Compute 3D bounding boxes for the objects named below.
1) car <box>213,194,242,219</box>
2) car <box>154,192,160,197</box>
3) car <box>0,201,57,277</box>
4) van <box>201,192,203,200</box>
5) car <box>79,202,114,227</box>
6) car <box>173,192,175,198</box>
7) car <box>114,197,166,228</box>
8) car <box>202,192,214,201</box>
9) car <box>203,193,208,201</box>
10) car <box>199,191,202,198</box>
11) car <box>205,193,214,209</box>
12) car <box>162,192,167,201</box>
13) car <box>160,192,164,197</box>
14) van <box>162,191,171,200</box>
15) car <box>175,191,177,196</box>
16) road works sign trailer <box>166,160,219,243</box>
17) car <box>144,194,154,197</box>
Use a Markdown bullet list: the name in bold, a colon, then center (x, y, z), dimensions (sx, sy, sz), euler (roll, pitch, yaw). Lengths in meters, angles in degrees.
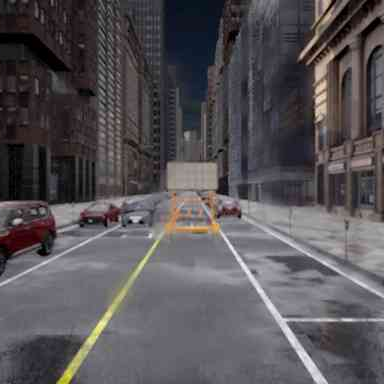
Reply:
- **car**: center (2.798, 1.211, 26.646), dimensions (1.967, 1.590, 4.097), euler (0, 0, 0)
- **car**: center (-5.707, 1.068, 43.454), dimensions (1.967, 1.590, 4.097), euler (0, 0, 0)
- **car**: center (-5.747, 1.229, 9.843), dimensions (2.192, 1.841, 5.009), euler (0, 0, 0)
- **van**: center (2.831, 0.875, 54.655), dimensions (1.690, 1.788, 3.998), euler (0, 0, 0)
- **car**: center (-5.735, 1.363, 21.049), dimensions (1.887, 1.381, 4.507), euler (0, 0, 0)
- **car**: center (-5.667, 0.785, 77.064), dimensions (1.967, 1.590, 4.097), euler (0, 0, 0)
- **car**: center (-3.075, 1.313, 20.618), dimensions (2.128, 1.511, 4.902), euler (0, 0, 0)
- **car**: center (2.824, 1.126, 49.055), dimensions (1.887, 1.381, 4.507), euler (0, 0, 0)
- **car**: center (2.817, 1.173, 43.453), dimensions (1.887, 1.381, 4.507), euler (0, 0, 0)
- **car**: center (2.844, 0.984, 65.861), dimensions (1.887, 1.381, 4.507), euler (0, 0, 0)
- **car**: center (2.811, 1.200, 38.021), dimensions (1.752, 1.417, 4.829), euler (0, 0, 0)
- **car**: center (-5.695, 1.078, 54.659), dimensions (1.887, 1.381, 4.507), euler (0, 0, 0)
- **car**: center (-5.701, 1.126, 49.056), dimensions (1.887, 1.381, 4.507), euler (0, 0, 0)
- **van**: center (-5.681, 0.780, 65.860), dimensions (1.690, 1.788, 3.998), euler (0, 0, 0)
- **car**: center (-5.654, 0.691, 88.267), dimensions (1.967, 1.590, 4.097), euler (0, 0, 0)
- **road works sign trailer**: center (0.018, 0.331, 15.322), dimensions (2.380, 3.560, 2.880), euler (0, 0, 0)
- **car**: center (-5.715, 1.203, 37.683), dimensions (1.752, 1.417, 4.829), euler (0, 0, 0)
